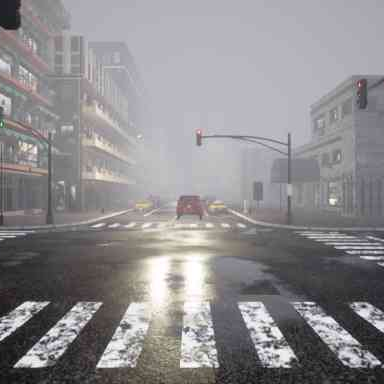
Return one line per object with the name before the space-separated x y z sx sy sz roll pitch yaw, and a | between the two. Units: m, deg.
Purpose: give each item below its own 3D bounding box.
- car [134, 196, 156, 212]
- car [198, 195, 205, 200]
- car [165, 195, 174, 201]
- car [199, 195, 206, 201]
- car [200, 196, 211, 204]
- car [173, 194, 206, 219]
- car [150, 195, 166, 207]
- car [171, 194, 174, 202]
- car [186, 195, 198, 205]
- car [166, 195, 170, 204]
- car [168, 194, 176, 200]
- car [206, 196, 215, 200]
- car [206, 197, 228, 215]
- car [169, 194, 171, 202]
car | -5.691 1.549 39.199 1.752 1.417 4.829 0 0 0
car | 2.686 1.670 94.762 2.008 1.369 4.403 0 0 0
car | -5.693 1.534 83.683 1.967 1.590 4.097 0 0 0
car | 2.687 1.632 89.393 1.752 1.417 4.829 0 0 0
car | 2.688 1.612 67.066 2.008 1.369 4.403 0 0 0
car | -0.111 1.237 29.335 2.150 2.045 5.566 0 0 2
car | -5.690 1.351 50.448 2.192 1.841 5.009 0 0 0
car | -5.693 1.628 78.144 1.887 1.381 4.507 0 0 0
car | -0.004 1.403 60.607 2.097 1.767 4.553 0 0 0
car | -5.692 1.603 61.526 2.008 1.369 4.403 0 0 0
car | -5.694 1.434 94.762 2.192 1.841 5.009 0 0 0
car | 2.690 1.611 44.910 1.802 1.307 4.206 0 0 0
car | 2.691 1.544 34.001 1.752 1.417 4.829 0 0 0
car | -5.692 1.587 66.895 1.752 1.417 4.829 0 0 0
